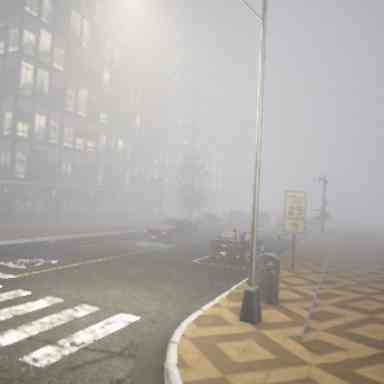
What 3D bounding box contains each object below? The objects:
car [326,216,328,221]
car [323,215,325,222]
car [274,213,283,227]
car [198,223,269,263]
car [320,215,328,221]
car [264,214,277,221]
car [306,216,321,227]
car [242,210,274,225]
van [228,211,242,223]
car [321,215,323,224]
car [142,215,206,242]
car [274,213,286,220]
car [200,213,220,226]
[{"bbox_3d":[30.095,6.172,77.323,1.947,1.339,4.313,2,-2,25],"label":"car"},{"bbox_3d":[23.096,5.114,61.945,1.967,1.590,4.097,2,-2,25],"label":"car"},{"bbox_3d":[12.328,3.988,44.607,1.812,1.442,4.674,2,-2,25],"label":"car"},{"bbox_3d":[2.197,2.425,15.741,2.008,1.369,4.403,2,-3,25],"label":"car"},{"bbox_3d":[34.765,6.771,87.579,1.887,1.381,4.507,2,-2,25],"label":"car"},{"bbox_3d":[15.475,4.954,65.426,1.802,1.307,4.206,2,-2,25],"label":"car"},{"bbox_3d":[18.421,4.618,51.685,1.947,1.339,4.313,2,-2,25],"label":"car"},{"bbox_3d":[8.845,3.484,44.387,2.150,2.045,5.566,2,-3,25],"label":"car"},{"bbox_3d":[6.148,3.470,44.930,1.690,1.788,3.998,2,-2,25],"label":"van"},{"bbox_3d":[20.754,4.945,56.812,1.802,1.307,4.206,2,-2,25],"label":"car"},{"bbox_3d":[-1.223,2.470,22.488,2.033,1.411,5.357,2,-2,25],"label":"car"},{"bbox_3d":[20.143,5.560,75.679,1.947,1.339,4.313,2,-2,25],"label":"car"},{"bbox_3d":[1.476,2.946,34.674,1.967,1.590,4.097,2,-2,25],"label":"car"}]
